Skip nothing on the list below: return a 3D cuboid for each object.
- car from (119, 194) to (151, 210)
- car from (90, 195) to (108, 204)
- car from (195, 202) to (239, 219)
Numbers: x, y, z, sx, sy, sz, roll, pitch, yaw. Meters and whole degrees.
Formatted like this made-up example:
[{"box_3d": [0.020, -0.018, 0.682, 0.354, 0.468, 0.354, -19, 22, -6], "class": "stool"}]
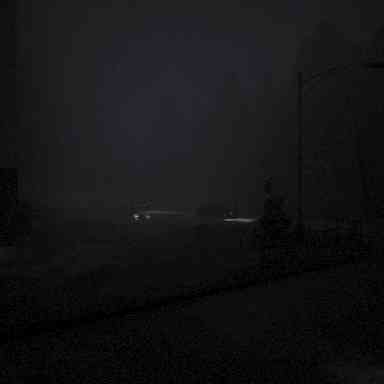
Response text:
[{"box_3d": [-7.270, 1.225, 41.723, 2.150, 2.045, 5.566, 0, 0, -36], "class": "car"}, {"box_3d": [-17.795, 1.354, 63.592, 2.097, 1.767, 4.553, 0, 0, -35], "class": "car"}, {"box_3d": [2.066, 1.564, 28.691, 1.994, 1.385, 4.181, 0, 0, -36], "class": "car"}]
